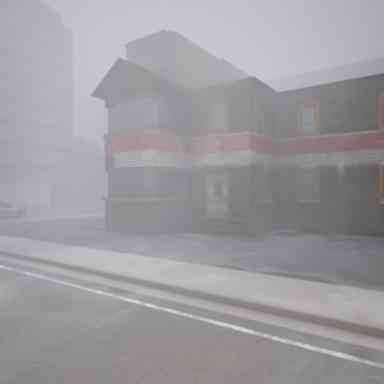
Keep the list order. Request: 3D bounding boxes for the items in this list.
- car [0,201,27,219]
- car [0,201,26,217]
[{"bbox_3d":[-16.159,1.540,27.332,2.038,1.542,4.974,0,0,15],"label":"car"},{"bbox_3d":[-16.146,1.383,27.383,1.853,1.218,4.536,0,0,15],"label":"car"}]
